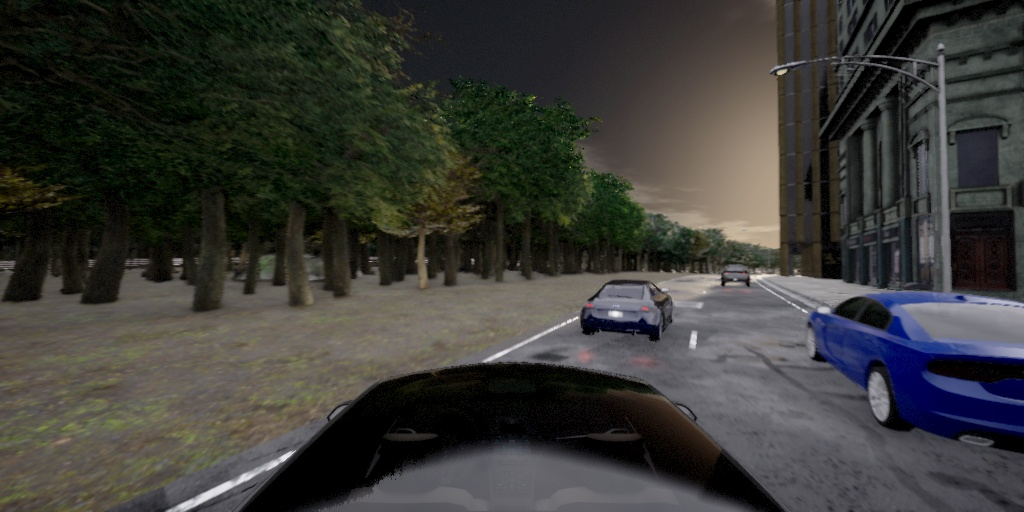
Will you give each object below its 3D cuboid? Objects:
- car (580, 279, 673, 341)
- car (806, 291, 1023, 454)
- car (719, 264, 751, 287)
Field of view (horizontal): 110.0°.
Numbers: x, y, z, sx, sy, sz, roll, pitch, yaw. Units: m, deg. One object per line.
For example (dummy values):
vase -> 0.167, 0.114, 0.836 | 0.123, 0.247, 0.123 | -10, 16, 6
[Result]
car -> 3.406, 1.361, 10.285 | 1.994, 1.385, 4.181 | 0, 0, 28
car -> 5.822, 1.236, 5.071 | 1.882, 1.535, 5.008 | 0, 0, 28
car -> 17.233, 1.516, 27.725 | 2.128, 1.511, 4.902 | 0, -1, 32
